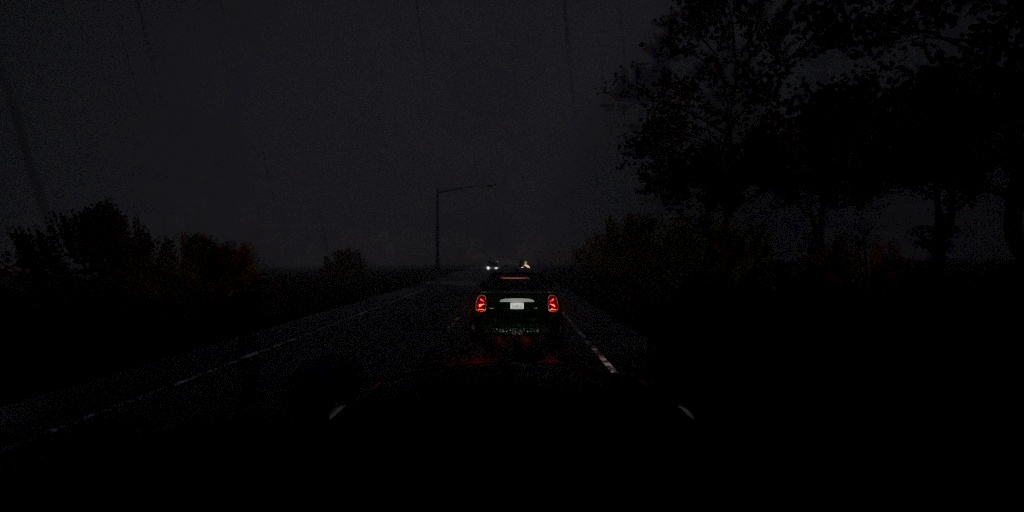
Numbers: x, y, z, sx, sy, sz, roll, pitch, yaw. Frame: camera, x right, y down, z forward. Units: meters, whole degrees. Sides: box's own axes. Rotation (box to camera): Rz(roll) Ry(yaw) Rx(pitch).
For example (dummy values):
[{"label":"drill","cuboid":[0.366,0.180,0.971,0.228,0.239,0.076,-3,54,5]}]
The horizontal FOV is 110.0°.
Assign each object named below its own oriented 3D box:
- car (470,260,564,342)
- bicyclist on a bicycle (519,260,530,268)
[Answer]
[{"label":"car","cuboid":[0.112,1.099,9.888,2.097,1.767,4.553,0,0,0]},{"label":"bicyclist on a bicycle","cuboid":[0.972,1.177,25.710,0.866,1.612,1.509,0,0,1]}]
